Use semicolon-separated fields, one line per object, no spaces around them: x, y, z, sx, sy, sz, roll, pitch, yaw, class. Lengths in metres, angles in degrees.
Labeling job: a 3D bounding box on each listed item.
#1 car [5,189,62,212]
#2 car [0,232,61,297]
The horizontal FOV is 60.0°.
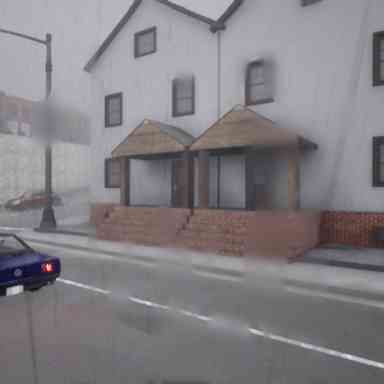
-14.153;0.633;29.656;2.097;1.767;4.553;0;7;35;car
-5.160;1.579;7.646;4.718;1.301;1.895;0;0;36;car
